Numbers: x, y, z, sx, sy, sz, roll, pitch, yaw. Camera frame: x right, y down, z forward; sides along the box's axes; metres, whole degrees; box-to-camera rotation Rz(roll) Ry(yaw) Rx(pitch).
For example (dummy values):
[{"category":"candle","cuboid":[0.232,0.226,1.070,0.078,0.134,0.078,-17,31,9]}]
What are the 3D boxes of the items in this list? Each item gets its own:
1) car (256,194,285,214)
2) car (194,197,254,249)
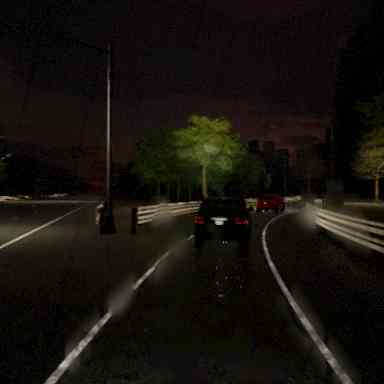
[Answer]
[{"category":"car","cuboid":[8.719,1.257,36.555,2.150,2.045,5.566,0,0,27]},{"category":"car","cuboid":[1.530,1.233,14.959,2.150,2.045,5.566,0,0,11]}]
